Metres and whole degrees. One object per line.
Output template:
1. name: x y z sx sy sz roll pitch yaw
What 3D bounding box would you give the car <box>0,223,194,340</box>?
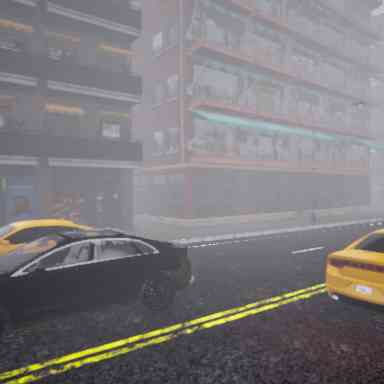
1. car: -2.248 1.494 6.104 4.902 1.511 2.128 0 0 -36

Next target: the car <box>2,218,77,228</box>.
1. car: -4.223 1.482 8.685 5.008 1.535 1.882 0 0 -36

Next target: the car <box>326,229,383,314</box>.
1. car: 4.859 1.476 6.995 5.008 1.535 1.882 0 0 -36
